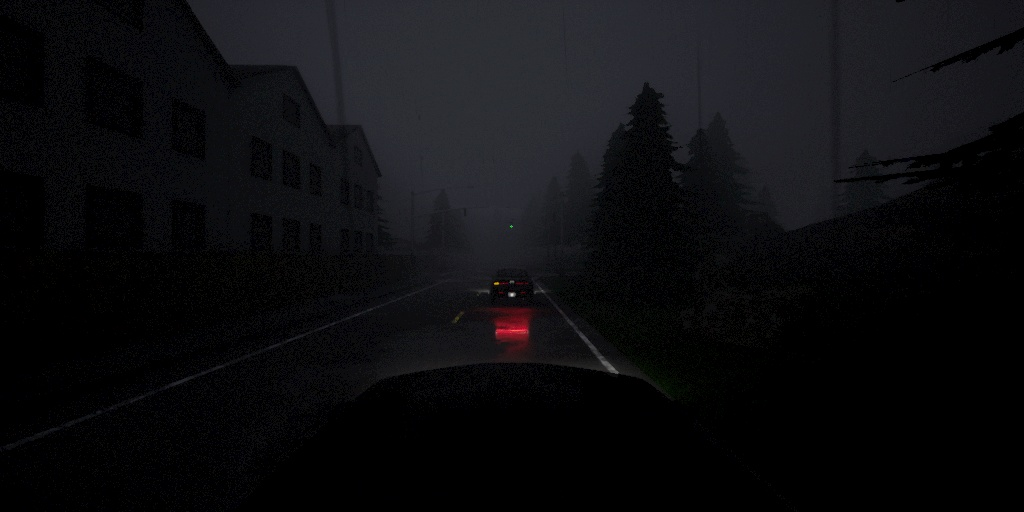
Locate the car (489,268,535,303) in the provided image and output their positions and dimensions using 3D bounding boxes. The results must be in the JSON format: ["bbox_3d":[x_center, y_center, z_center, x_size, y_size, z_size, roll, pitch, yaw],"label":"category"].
[{"bbox_3d":[0.000,1.265,16.500,1.837,1.490,4.892,0,0,0],"label":"car"}]
